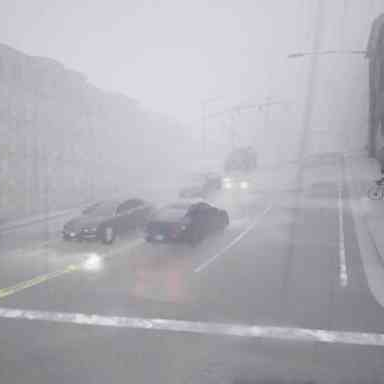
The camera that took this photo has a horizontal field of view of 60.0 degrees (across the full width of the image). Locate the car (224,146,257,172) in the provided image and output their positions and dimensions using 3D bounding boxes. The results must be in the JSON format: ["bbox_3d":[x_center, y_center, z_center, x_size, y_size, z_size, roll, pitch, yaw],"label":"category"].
[{"bbox_3d":[4.849,-3.289,32.835,2.150,2.045,5.566,0,13,24],"label":"car"}]

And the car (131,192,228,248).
[{"bbox_3d":[-0.097,1.056,12.792,1.812,1.442,4.674,0,6,25],"label":"car"}]

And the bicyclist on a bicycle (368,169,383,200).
[{"bbox_3d":[9.755,-0.351,16.660,1.656,1.620,0.582,0,9,25],"label":"bicyclist on a bicycle"}]

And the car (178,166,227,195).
[{"bbox_3d":[0.653,-0.604,23.320,1.812,1.442,4.674,0,13,24],"label":"car"}]

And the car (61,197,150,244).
[{"bbox_3d":[-3.351,1.053,14.145,1.837,1.490,4.892,0,6,24],"label":"car"}]
